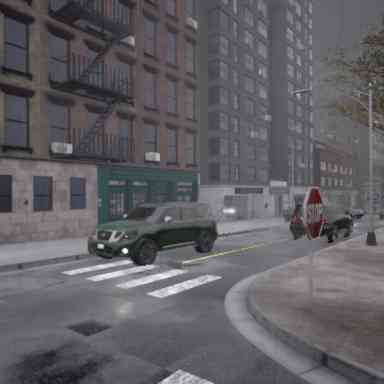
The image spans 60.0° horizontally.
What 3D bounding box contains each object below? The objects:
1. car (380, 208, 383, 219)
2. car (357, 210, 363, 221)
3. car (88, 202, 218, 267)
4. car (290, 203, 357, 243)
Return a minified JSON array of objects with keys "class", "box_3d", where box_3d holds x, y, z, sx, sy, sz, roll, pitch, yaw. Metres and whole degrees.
[{"class":"car","box_3d":[24.146,2.530,40.329,2.128,1.511,4.902,0,-1,38]},{"class":"car","box_3d":[16.839,2.483,35.737,1.895,1.301,4.718,0,-2,38]},{"class":"car","box_3d":[-1.182,1.429,12.744,2.150,2.045,5.566,0,-2,38]},{"class":"car","box_3d":[7.495,1.639,19.034,2.150,2.045,5.566,0,-2,38]}]
